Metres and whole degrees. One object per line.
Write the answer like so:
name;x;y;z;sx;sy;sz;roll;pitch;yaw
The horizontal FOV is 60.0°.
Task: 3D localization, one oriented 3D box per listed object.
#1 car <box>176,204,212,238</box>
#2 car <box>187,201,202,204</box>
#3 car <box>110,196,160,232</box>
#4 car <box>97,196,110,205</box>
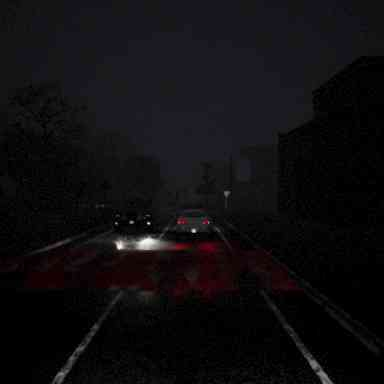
car;0.087;1.635;18.271;1.812;1.442;4.674;0;0;0
car;0.300;1.647;33.508;1.882;1.535;5.008;0;0;2
car;-3.334;1.343;21.238;2.150;2.045;5.566;0;0;0
car;-15.936;1.569;63.036;1.882;1.535;5.008;0;0;19
